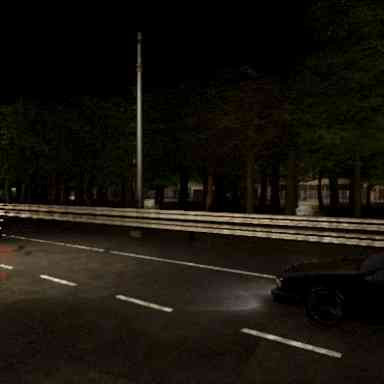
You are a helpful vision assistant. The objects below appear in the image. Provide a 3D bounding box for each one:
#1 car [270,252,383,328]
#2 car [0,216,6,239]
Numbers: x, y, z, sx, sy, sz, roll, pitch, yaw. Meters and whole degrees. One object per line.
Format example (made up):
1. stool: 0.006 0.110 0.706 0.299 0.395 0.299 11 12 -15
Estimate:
1. car: 4.063 1.548 5.269 5.357 1.411 2.033 0 0 36
2. car: -10.787 1.487 15.891 4.902 1.511 2.128 0 0 36
